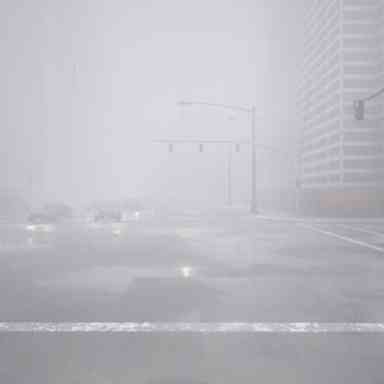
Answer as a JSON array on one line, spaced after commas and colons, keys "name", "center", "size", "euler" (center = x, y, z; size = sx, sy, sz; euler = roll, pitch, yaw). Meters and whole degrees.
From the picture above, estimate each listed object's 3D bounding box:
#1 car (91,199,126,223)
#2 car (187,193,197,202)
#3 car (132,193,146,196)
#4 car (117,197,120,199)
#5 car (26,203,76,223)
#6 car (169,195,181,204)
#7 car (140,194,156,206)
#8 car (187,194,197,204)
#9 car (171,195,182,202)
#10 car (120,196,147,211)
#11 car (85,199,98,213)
[{"name": "car", "center": [-6.508, 1.534, 26.251], "size": [1.812, 1.442, 4.674], "euler": [0, 0, -8]}, {"name": "car", "center": [0.051, 1.209, 74.479], "size": [2.097, 1.767, 4.553], "euler": [0, 0, 0]}, {"name": "car", "center": [-10.456, 1.234, 68.476], "size": [2.150, 2.045, 5.566], "euler": [0, 0, 0]}, {"name": "car", "center": [-10.560, 1.522, 50.090], "size": [1.837, 1.490, 4.892], "euler": [0, 0, 0]}, {"name": "car", "center": [-10.594, 1.556, 25.520], "size": [2.033, 1.411, 5.357], "euler": [0, 0, 0]}, {"name": "car", "center": [-3.456, 1.512, 64.227], "size": [2.128, 1.511, 4.902], "euler": [0, 0, 0]}, {"name": "car", "center": [-7.038, 1.524, 54.951], "size": [1.837, 1.490, 4.892], "euler": [0, 0, 0]}, {"name": "car", "center": [0.044, 1.568, 64.225], "size": [2.033, 1.411, 5.357], "euler": [0, 0, 0]}, {"name": "car", "center": [-3.449, 1.379, 74.512], "size": [2.128, 1.511, 4.902], "euler": [0, 0, 0]}, {"name": "car", "center": [-7.067, 1.518, 40.145], "size": [1.837, 1.490, 4.892], "euler": [0, 0, 0]}, {"name": "car", "center": [-10.571, 1.560, 37.985], "size": [2.033, 1.411, 5.357], "euler": [0, 0, 0]}]
